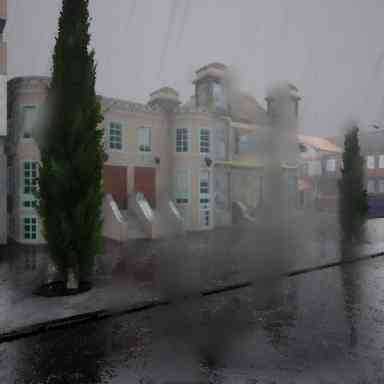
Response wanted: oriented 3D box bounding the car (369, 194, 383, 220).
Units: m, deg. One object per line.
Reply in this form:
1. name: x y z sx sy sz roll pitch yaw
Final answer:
1. car: 15.997 1.221 26.146 2.150 2.045 5.566 0 0 -33
